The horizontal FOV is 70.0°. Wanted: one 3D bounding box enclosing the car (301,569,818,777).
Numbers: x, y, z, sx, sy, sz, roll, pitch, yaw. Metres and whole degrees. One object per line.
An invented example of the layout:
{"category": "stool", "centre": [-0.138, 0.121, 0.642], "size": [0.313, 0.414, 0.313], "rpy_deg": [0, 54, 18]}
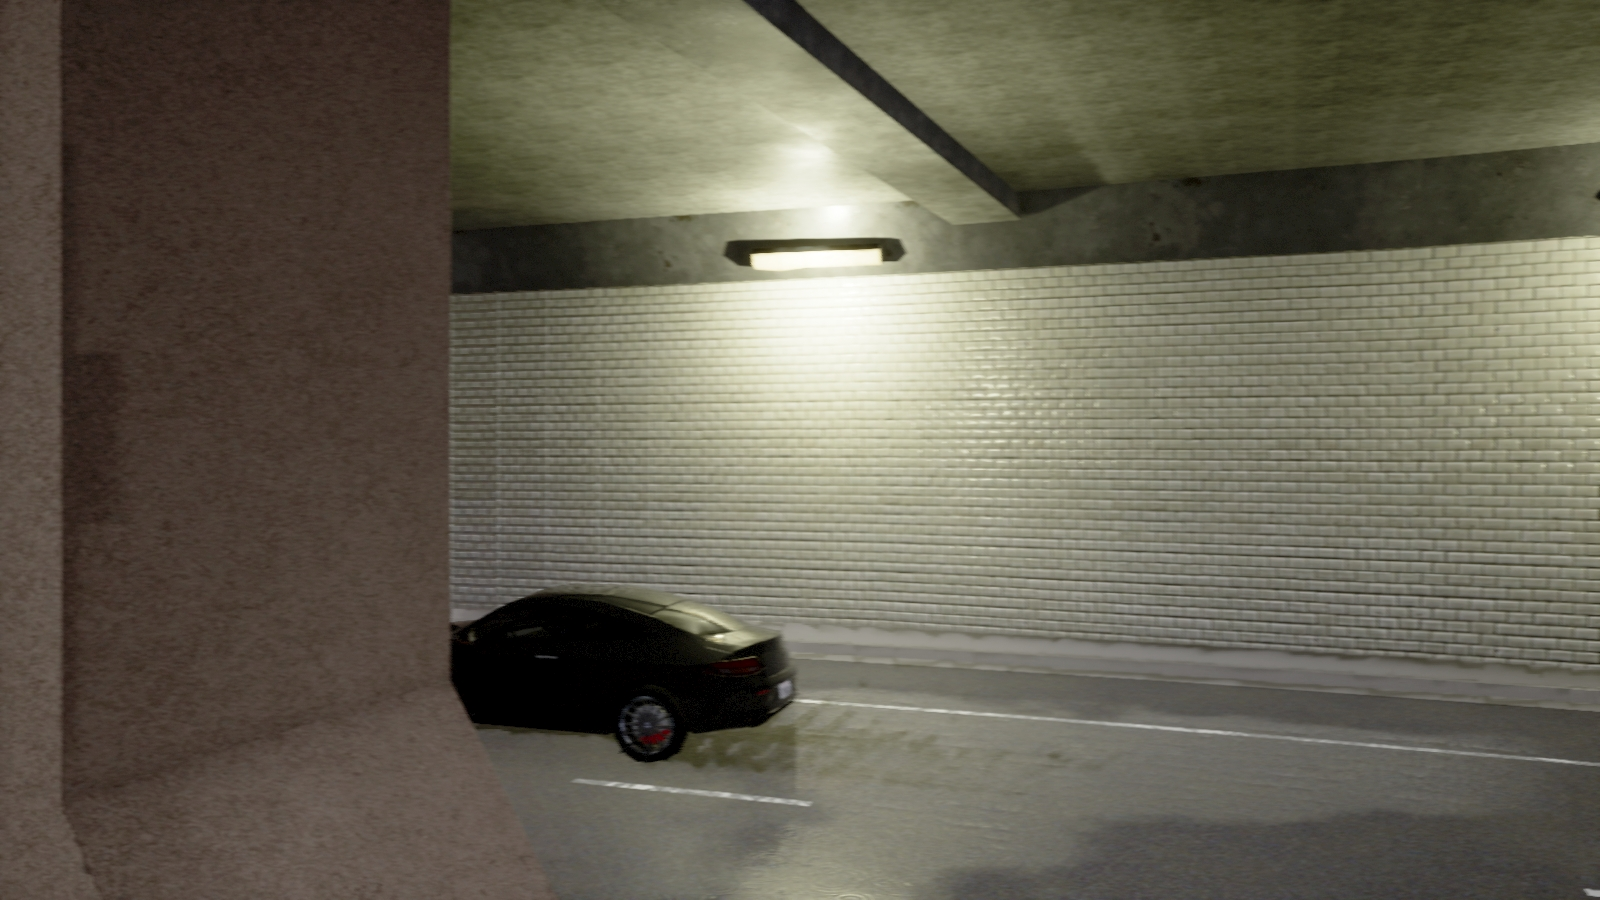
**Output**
{"category": "car", "centre": [-2.338, 2.080, 11.418], "size": [4.674, 1.442, 2.002], "rpy_deg": [0, 0, 17]}
